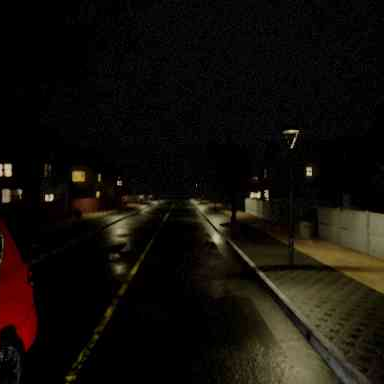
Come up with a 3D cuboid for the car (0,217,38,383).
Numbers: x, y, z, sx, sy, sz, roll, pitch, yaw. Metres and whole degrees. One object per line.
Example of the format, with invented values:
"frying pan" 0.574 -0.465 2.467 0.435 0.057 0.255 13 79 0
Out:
"car" -2.764 1.228 1.543 2.150 2.045 5.566 0 0 -2
